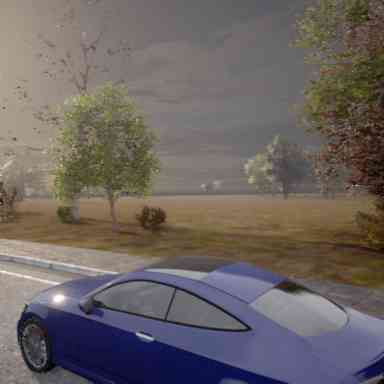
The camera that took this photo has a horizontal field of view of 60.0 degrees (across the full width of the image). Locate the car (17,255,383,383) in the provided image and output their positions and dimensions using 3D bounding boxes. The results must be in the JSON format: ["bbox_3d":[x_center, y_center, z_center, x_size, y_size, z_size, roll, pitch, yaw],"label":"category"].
[{"bbox_3d":[-0.168,1.520,3.962,4.674,1.442,1.812,0,0,35],"label":"car"}]
